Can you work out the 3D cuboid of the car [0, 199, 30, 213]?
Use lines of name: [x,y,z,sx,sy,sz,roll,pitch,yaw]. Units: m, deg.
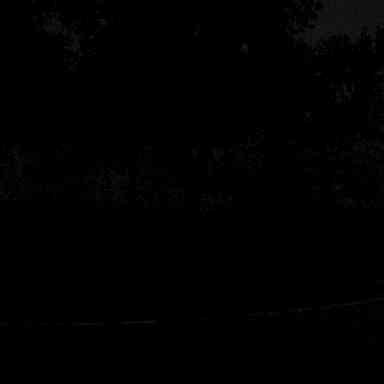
car: [-18.996,1.505,33.672,1.837,1.490,4.892,0,0,35]
